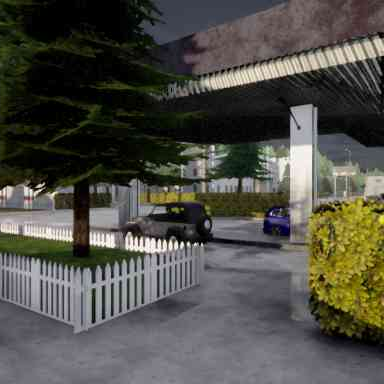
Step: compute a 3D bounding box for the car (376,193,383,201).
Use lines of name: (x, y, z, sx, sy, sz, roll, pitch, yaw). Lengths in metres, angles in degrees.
car: (25.742, 1.077, 43.543, 1.905, 1.878, 3.866, 0, 0, 35)

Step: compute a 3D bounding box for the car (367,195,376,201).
car: (33.007, 1.298, 60.284, 2.007, 1.523, 4.514, 0, 0, 35)

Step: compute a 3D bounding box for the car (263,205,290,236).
car: (5.787, 1.480, 16.009, 4.611, 1.667, 2.242, 0, 0, 35)

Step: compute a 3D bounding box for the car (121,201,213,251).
car: (-1.014, 1.313, 13.861, 3.866, 1.878, 1.905, 0, 0, 35)
